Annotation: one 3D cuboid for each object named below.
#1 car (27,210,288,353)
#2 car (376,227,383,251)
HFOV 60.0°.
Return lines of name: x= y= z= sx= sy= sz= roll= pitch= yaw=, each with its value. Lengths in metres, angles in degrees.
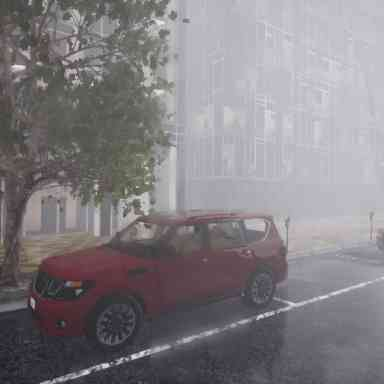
car: x=-0.291 y=1.316 z=6.344 sx=5.009 sy=1.841 sz=2.192 roll=0 pitch=1 yaw=-36
car: x=8.905 y=1.547 z=12.935 sx=4.507 sy=1.381 sz=1.887 roll=0 pitch=1 yaw=-36
